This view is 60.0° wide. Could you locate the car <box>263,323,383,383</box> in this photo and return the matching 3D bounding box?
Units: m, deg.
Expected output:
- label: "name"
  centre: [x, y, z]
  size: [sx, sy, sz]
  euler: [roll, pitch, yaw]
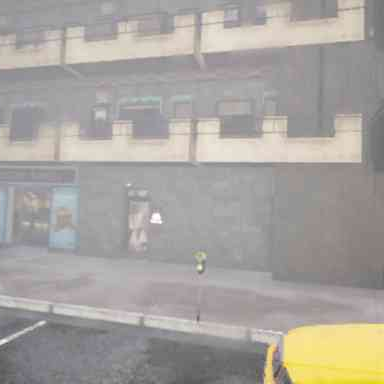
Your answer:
- label: "car"
  centre: [3.390, 1.745, 2.970]
  size: [5.366, 1.575, 1.801]
  euler: [2, -3, 15]
